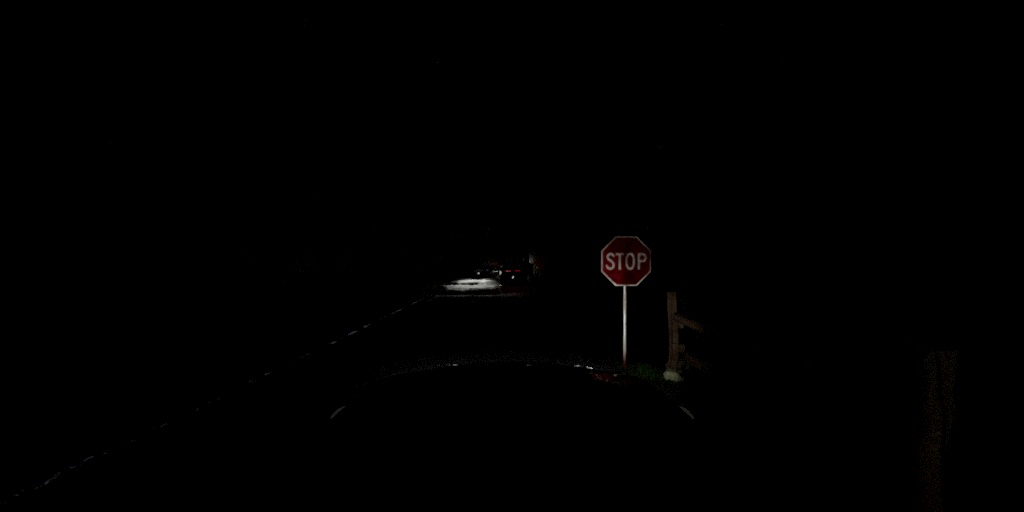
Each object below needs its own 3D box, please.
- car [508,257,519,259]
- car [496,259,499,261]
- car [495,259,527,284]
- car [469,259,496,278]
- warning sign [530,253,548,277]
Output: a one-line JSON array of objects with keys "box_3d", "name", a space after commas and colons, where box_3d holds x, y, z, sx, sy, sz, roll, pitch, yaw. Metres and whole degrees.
[{"box_3d": [-0.047, 1.254, 62.518, 1.994, 1.385, 4.181, 0, 0, 0], "name": "car"}, {"box_3d": [-2.883, 1.194, 49.718, 1.882, 1.535, 5.008, 0, 0, 0], "name": "car"}, {"box_3d": [0.081, 1.231, 26.832, 2.128, 1.511, 4.902, 0, 0, 0], "name": "car"}, {"box_3d": [-2.873, 1.226, 33.307, 2.128, 1.511, 4.902, 0, 0, 0], "name": "car"}, {"box_3d": [2.427, 0.853, 30.532, 1.300, 1.860, 1.060, 0, 0, 0], "name": "warning sign"}]
